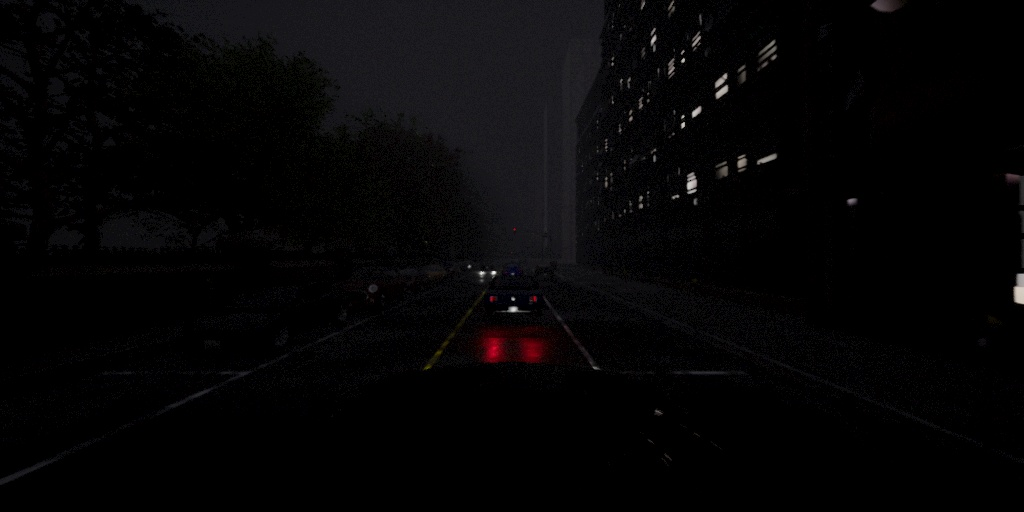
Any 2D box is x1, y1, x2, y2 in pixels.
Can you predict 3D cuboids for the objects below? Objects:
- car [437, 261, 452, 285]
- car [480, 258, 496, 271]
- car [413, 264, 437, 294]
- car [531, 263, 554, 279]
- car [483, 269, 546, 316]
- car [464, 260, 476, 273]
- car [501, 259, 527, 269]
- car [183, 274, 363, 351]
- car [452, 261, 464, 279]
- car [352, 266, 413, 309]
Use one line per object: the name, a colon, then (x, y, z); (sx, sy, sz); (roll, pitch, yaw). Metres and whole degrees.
car: (-5.694, 1.230, 25.428); (1.751, 1.417, 4.829); (0, 0, 0)
car: (-3.077, 1.177, 46.843); (1.837, 1.490, 4.892); (0, 0, 0)
car: (-5.693, 1.296, 20.059); (1.802, 1.307, 4.207); (0, 0, 0)
car: (2.685, 1.246, 31.140); (2.007, 1.370, 4.403); (0, 0, 0)
car: (0.060, 1.328, 13.134); (1.895, 1.301, 4.718); (0, 0, 0)
car: (-5.773, 1.227, 42.212); (2.007, 1.370, 4.403); (0, 0, 0)
car: (0.073, 1.222, 30.592); (1.812, 1.442, 4.674); (0, 0, 0)
car: (-5.693, 1.301, 8.982); (1.948, 1.339, 4.313); (0, 0, 0)
car: (-5.695, 1.135, 31.137); (1.967, 1.591, 4.097); (0, 0, 0)
car: (-5.693, 1.164, 14.521); (1.967, 1.591, 4.097); (0, 0, 0)
